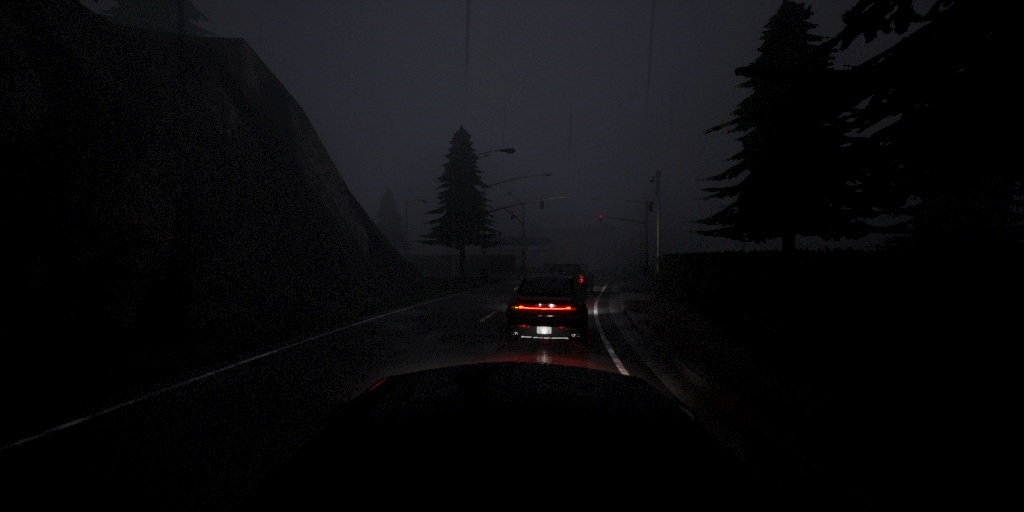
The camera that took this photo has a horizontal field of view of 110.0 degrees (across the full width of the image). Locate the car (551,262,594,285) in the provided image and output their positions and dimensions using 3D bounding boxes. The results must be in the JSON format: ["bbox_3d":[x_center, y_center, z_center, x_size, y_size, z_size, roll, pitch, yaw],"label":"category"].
[{"bbox_3d":[3.024,1.102,18.569,2.097,1.767,4.553,0,0,17],"label":"car"}]

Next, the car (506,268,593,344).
[{"bbox_3d":[1.021,1.255,9.648,1.837,1.490,4.892,0,0,9],"label":"car"}]
